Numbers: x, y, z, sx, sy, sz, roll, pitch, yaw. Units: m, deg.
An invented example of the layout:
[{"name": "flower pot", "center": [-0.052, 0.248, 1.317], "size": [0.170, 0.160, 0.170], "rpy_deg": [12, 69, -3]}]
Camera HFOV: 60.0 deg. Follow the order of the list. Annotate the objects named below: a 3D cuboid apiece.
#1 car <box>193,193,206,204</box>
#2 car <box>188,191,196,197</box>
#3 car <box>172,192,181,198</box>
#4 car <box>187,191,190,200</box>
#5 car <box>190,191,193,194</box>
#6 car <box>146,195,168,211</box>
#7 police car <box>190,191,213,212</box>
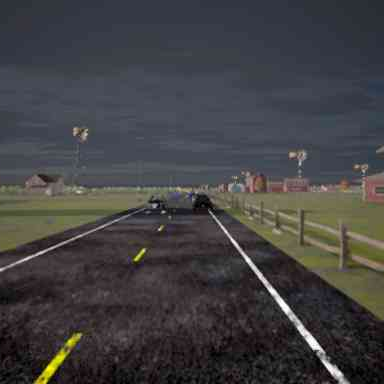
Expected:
[{"name": "car", "center": [1.051, 0.928, 49.539], "size": [1.801, 1.575, 5.366], "rpy_deg": [0, 1, 0]}, {"name": "car", "center": [0.000, 0.475, 87.959], "size": [2.128, 1.511, 4.902], "rpy_deg": [0, 0, 0]}, {"name": "car", "center": [-3.499, 0.640, 75.310], "size": [1.882, 1.535, 5.008], "rpy_deg": [0, 0, 0]}, {"name": "car", "center": [0.001, 0.820, 66.819], "size": [1.812, 1.442, 4.674], "rpy_deg": [0, 1, 0]}, {"name": "car", "center": [1.050, 0.884, 43.319], "size": [2.097, 1.767, 4.553], "rpy_deg": [0, 1, 0]}, {"name": "car", "center": [-3.582, 1.113, 34.403], "size": [2.128, 1.511, 4.902], "rpy_deg": [0, 1, 0]}, {"name": "police car", "center": [1.051, 1.057, 33.459], "size": [1.930, 1.638, 5.238], "rpy_deg": [0, 1, 0]}]
